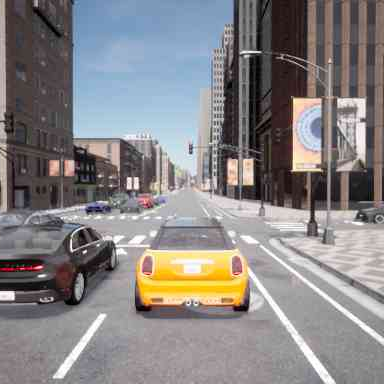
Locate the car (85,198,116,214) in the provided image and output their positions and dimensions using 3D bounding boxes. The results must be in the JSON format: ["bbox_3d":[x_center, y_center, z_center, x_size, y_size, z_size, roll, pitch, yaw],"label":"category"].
[{"bbox_3d":[-9.849,1.635,35.572,1.895,1.301,4.718,0,0,0],"label":"car"}]

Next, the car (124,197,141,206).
[{"bbox_3d":[-9.822,1.621,55.404,1.994,1.385,4.181,0,0,1],"label":"car"}]

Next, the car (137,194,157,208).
[{"bbox_3d":[-6.599,1.269,46.009,2.150,2.045,5.566,0,0,1],"label":"car"}]

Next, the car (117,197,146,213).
[{"bbox_3d":[-6.601,1.600,36.731,1.994,1.385,4.181,0,0,0],"label":"car"}]

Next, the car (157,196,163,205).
[{"bbox_3d":[-6.584,1.621,55.982,1.994,1.385,4.181,0,0,0],"label":"car"}]

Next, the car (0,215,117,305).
[{"bbox_3d":[-3.153,1.508,8.044,1.837,1.490,4.892,0,0,0],"label":"car"}]

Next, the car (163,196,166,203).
[{"bbox_3d":[-6.499,1.544,69.050,1.882,1.535,5.008,0,0,0],"label":"car"}]

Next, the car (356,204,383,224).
[{"bbox_3d":[13.986,1.483,23.568,4.181,1.385,1.994,0,1,0],"label":"car"}]

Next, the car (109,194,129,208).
[{"bbox_3d":[-9.843,1.268,45.334,2.150,2.045,5.566,0,0,1],"label":"car"}]

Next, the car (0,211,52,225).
[{"bbox_3d":[-6.608,1.498,12.663,2.128,1.511,4.902,0,0,4],"label":"car"}]

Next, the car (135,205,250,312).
[{"bbox_3d":[0.010,1.356,7.899,2.097,1.767,4.553,0,0,0],"label":"car"}]
